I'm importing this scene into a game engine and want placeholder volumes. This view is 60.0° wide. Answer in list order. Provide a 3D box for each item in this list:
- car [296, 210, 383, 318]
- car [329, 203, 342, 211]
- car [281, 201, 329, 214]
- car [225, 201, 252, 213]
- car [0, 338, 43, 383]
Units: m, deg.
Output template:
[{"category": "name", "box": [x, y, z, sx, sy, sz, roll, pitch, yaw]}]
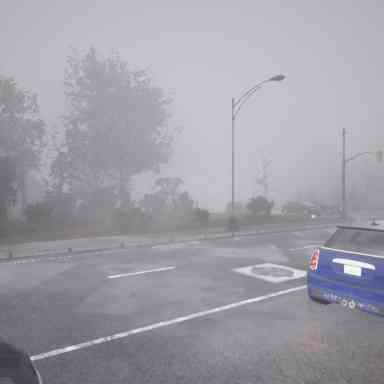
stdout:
[{"category": "car", "box": [4.481, 1.361, 6.900, 4.553, 1.767, 2.097, 0, 0, -35]}, {"category": "car", "box": [14.619, 1.722, 37.644, 2.128, 1.511, 4.902, 0, -2, -33]}, {"category": "car", "box": [11.723, 1.724, 35.741, 1.837, 1.490, 4.892, 0, -1, -29]}, {"category": "car", "box": [6.398, 1.926, 44.181, 2.097, 1.767, 4.553, 0, -3, -32]}, {"category": "car", "box": [-3.265, 1.492, 1.417, 4.902, 1.511, 2.128, 0, 0, -36]}]
